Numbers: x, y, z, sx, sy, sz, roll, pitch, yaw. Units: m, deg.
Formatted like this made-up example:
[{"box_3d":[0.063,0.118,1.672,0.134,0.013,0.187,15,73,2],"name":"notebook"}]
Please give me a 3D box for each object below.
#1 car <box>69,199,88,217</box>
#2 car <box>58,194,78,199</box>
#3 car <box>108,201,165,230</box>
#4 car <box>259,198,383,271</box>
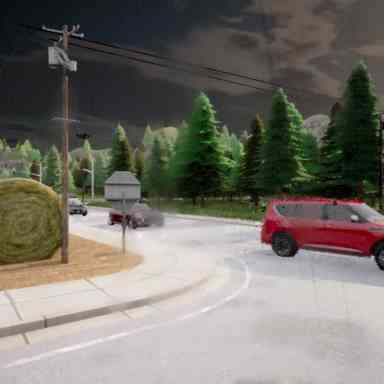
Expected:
[{"box_3d":[-11.376,1.600,31.238,1.994,1.385,4.181,0,0,-38],"name":"car"},{"box_3d":[-16.662,1.258,43.792,2.150,2.045,5.566,0,0,-38],"name":"car"},{"box_3d":[-3.668,1.389,21.475,2.097,1.767,4.553,0,0,-38],"name":"car"},{"box_3d":[4.961,1.252,11.185,5.566,2.045,2.150,-1,0,44],"name":"car"}]
